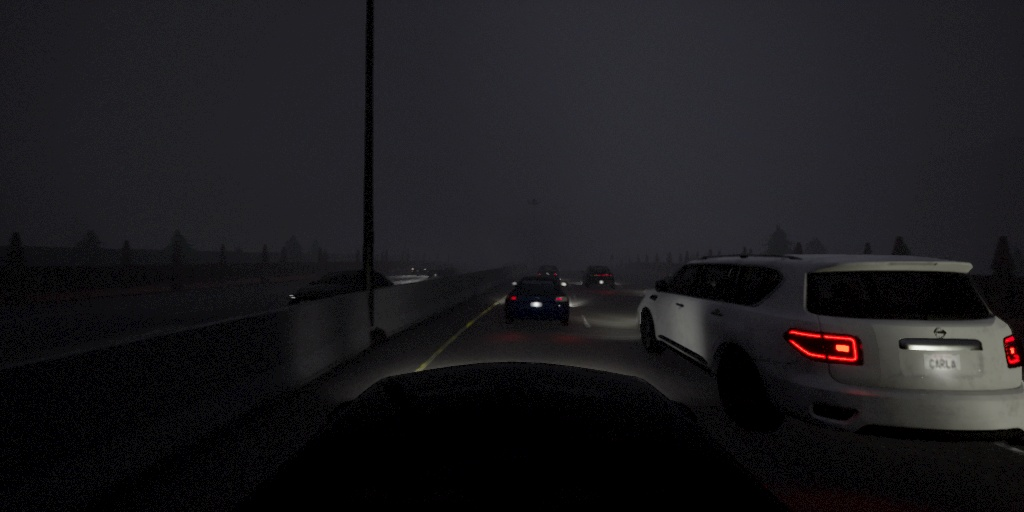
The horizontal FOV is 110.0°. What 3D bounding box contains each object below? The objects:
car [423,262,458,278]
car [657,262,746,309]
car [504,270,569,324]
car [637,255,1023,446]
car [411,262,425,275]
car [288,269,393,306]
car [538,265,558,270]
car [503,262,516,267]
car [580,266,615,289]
[{"bbox_3d":[-6.965,1.483,36.095,1.895,1.301,4.718,0,0,8],"label":"car"},{"bbox_3d":[8.404,1.215,16.466,2.097,1.767,4.553,0,0,7],"label":"car"},{"bbox_3d":[0.896,1.369,12.241,1.994,1.385,4.181,0,0,6],"label":"car"},{"bbox_3d":[3.796,1.010,5.737,2.150,2.045,5.566,0,0,3],"label":"car"},{"bbox_3d":[-9.856,1.399,41.054,1.837,1.490,4.892,0,-1,8],"label":"car"},{"bbox_3d":[-6.252,1.282,13.702,1.837,1.490,4.892,0,0,6],"label":"car"},{"bbox_3d":[3.016,1.449,29.981,2.033,1.411,5.357,0,0,7],"label":"car"},{"bbox_3d":[-0.365,1.717,59.764,1.895,1.301,4.718,0,-2,7],"label":"car"},{"bbox_3d":[5.912,1.396,24.914,1.837,1.490,4.892,0,0,7],"label":"car"}]
